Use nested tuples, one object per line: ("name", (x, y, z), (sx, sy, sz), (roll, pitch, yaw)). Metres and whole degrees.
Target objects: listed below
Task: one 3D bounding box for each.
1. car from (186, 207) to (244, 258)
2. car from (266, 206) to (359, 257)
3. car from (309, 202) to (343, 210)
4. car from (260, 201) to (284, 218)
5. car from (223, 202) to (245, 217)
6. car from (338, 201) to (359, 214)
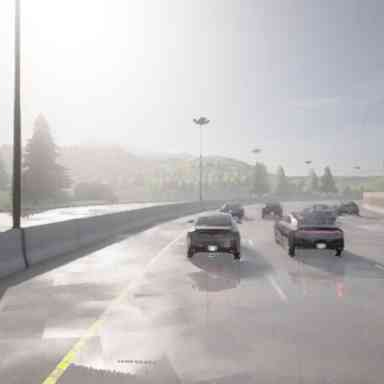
("car", (0.884, 1.533, 12.948), (1.837, 1.490, 4.892), (0, 0, 6))
("car", (4.420, 1.529, 13.147), (2.128, 1.511, 4.902), (0, 0, 6))
("car", (9.863, 1.624, 25.907), (2.033, 1.411, 5.357), (0, 0, 12))
("car", (7.417, 1.585, 30.819), (1.837, 1.490, 4.892), (0, 0, 13))
("car", (3.729, 1.634, 30.378), (1.994, 1.385, 4.181), (0, 0, 12))
("car", (15.193, 1.596, 33.031), (2.128, 1.511, 4.902), (0, 0, 15))
